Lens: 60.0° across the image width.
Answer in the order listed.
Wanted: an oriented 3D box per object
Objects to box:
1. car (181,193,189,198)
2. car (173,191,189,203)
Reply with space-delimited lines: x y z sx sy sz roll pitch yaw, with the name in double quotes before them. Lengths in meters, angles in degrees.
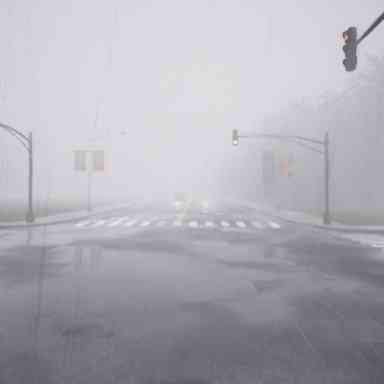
"car" -1.765 0.914 90.171 1.994 1.385 4.181 0 0 1
"car" -2.142 0.936 59.315 2.150 2.045 5.566 0 2 1
